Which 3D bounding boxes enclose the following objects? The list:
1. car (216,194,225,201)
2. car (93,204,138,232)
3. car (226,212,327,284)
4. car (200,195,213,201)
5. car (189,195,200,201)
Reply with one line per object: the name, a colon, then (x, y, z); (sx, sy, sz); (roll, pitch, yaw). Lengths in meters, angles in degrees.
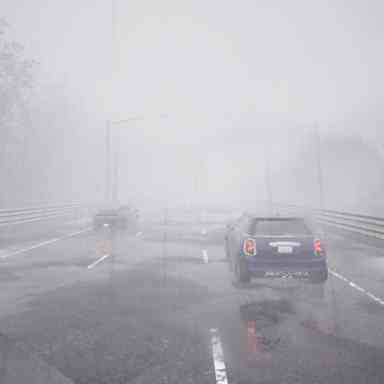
car: (7.334, 1.438, 86.171); (2.097, 1.767, 4.553); (0, 0, 7)
car: (-4.538, 1.515, 20.282); (1.837, 1.490, 4.892); (0, 0, 2)
car: (2.188, 1.354, 9.782); (2.097, 1.767, 4.553); (0, 0, 1)
car: (3.772, 1.677, 85.813); (1.895, 1.301, 4.718); (0, 0, 7)
car: (0.242, 1.622, 85.746); (2.033, 1.411, 5.357); (0, 0, 7)
